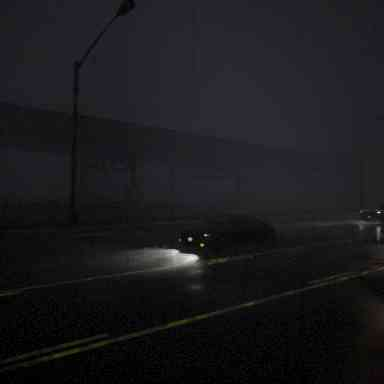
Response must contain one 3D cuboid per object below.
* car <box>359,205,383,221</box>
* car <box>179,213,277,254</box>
[{"bbox_3d":[16.344,1.725,28.197,4.718,1.301,1.895,0,0,-31],"label":"car"},{"bbox_3d":[1.559,1.598,13.689,4.181,1.385,1.994,0,0,-35],"label":"car"}]
